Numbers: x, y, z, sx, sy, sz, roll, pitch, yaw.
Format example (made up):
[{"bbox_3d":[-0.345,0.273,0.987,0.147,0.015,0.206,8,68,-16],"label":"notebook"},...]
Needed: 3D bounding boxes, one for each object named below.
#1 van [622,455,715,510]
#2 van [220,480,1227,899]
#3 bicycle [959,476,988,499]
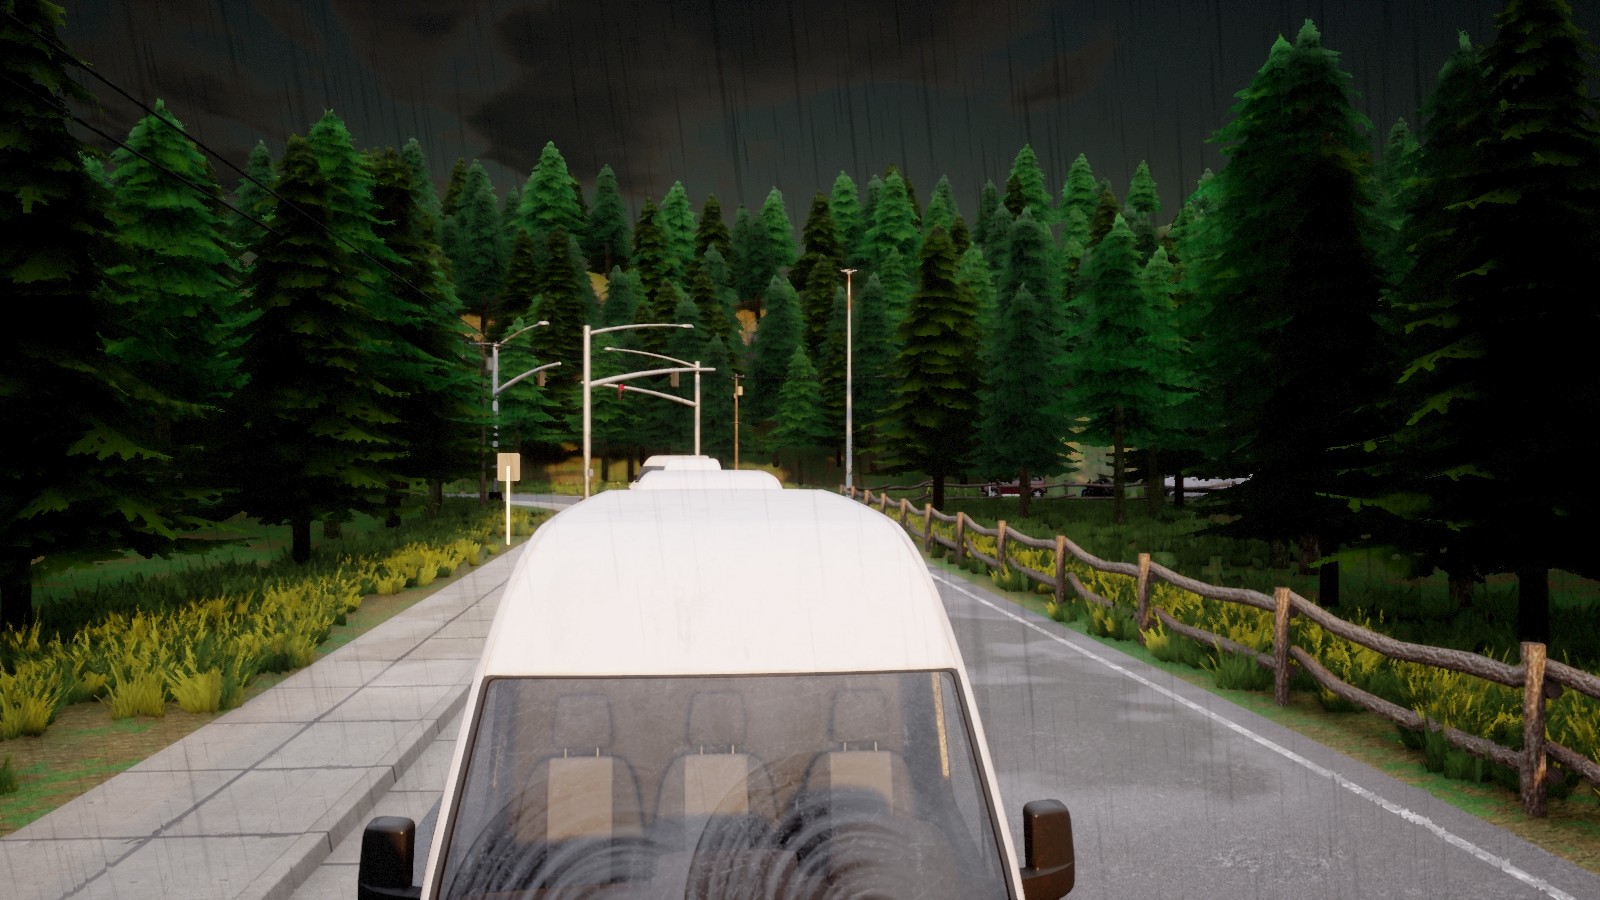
[{"bbox_3d":[-6.344,1.516,56.009,1.988,2.561,5.915,0,0,22],"label":"van"},{"bbox_3d":[-0.357,1.500,5.207,1.988,2.561,5.915,0,0,-5],"label":"van"},{"bbox_3d":[9.912,2.159,65.252,1.487,1.276,0.859,0,0,-6],"label":"bicycle"}]
